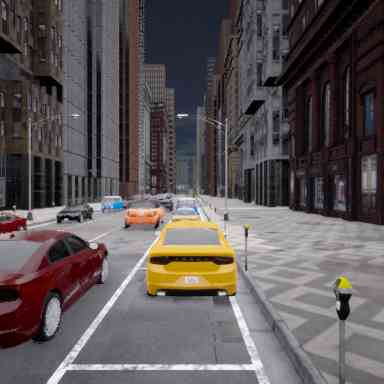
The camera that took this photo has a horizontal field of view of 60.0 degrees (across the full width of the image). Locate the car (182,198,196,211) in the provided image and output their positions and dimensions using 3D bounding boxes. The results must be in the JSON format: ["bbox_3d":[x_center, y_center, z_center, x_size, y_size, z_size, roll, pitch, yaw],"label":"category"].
[{"bbox_3d":[-0.385,1.541,42.814,1.752,1.417,4.829,0,0,0],"label":"car"}]

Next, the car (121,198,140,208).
[{"bbox_3d":[-8.910,1.585,48.269,1.947,1.339,4.313,0,0,0],"label":"car"}]

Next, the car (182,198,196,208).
[{"bbox_3d":[-0.385,1.570,48.280,2.008,1.369,4.403,0,0,0],"label":"car"}]

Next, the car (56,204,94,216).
[{"bbox_3d":[-8.910,1.573,25.722,1.947,1.339,4.313,0,0,0],"label":"car"}]

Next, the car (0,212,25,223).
[{"bbox_3d":[-8.910,1.547,14.449,1.887,1.381,4.507,0,0,0],"label":"car"}]

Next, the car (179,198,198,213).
[{"bbox_3d":[-0.386,1.453,37.008,1.967,1.590,4.097,0,0,0],"label":"car"}]

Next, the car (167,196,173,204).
[{"bbox_3d":[-3.146,1.519,39.867,1.837,1.490,4.892,0,0,0],"label":"car"}]

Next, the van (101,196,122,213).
[{"bbox_3d":[-8.911,1.354,36.996,1.690,1.788,3.998,0,0,0],"label":"van"}]

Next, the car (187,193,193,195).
[{"bbox_3d":[-0.386,1.465,59.552,1.967,1.590,4.097,0,0,0],"label":"car"}]

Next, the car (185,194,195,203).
[{"bbox_3d":[-0.386,1.346,70.826,2.192,1.841,5.009,0,0,0],"label":"car"}]

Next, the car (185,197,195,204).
[{"bbox_3d":[-0.385,1.594,65.189,1.947,1.339,4.313,0,0,0],"label":"car"}]

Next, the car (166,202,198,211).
[{"bbox_3d":[-0.385,1.530,20.269,1.752,1.417,4.829,0,0,0],"label":"car"}]

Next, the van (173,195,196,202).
[{"bbox_3d":[-0.386,1.348,25.735,1.690,1.788,3.998,0,0,0],"label":"van"}]

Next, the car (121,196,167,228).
[{"bbox_3d":[-3.047,1.357,22.222,2.097,1.767,4.553,0,0,0],"label":"car"}]

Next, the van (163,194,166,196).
[{"bbox_3d":[-8.911,1.385,93.363,1.690,1.788,3.998,0,0,0],"label":"van"}]

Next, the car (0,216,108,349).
[{"bbox_3d":[-3.045,1.478,6.472,1.882,1.535,5.008,0,0,0],"label":"car"}]

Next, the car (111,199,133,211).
[{"bbox_3d":[-8.910,1.582,42.633,1.947,1.339,4.313,0,0,0],"label":"car"}]

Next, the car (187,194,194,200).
[{"bbox_3d":[-0.386,1.484,93.370,1.967,1.590,4.097,0,0,0],"label":"car"}]

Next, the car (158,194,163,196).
[{"bbox_3d":[-8.911,1.477,82.090,1.967,1.590,4.097,0,0,0],"label":"car"}]

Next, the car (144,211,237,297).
[{"bbox_3d":[-0.006,1.478,8.650,1.882,1.535,5.008,0,0,0],"label":"car"}]

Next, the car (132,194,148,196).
[{"bbox_3d":[-8.911,1.337,53.906,2.192,1.841,5.009,0,0,0],"label":"car"}]

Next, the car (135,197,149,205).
[{"bbox_3d":[-8.910,1.570,59.543,1.887,1.381,4.507,0,0,0],"label":"car"}]

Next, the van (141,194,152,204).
[{"bbox_3d":[-8.911,1.369,65.180,1.690,1.788,3.998,0,0,0],"label":"van"}]
